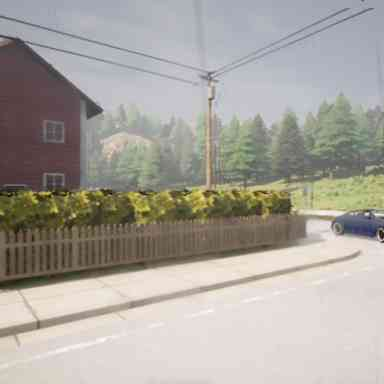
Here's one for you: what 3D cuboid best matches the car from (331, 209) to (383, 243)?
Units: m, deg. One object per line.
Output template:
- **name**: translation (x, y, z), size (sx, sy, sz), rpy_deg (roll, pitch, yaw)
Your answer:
- **car**: translation (8.778, 1.536, 15.978), size (1.994, 1.385, 4.181), rpy_deg (0, 0, -20)
